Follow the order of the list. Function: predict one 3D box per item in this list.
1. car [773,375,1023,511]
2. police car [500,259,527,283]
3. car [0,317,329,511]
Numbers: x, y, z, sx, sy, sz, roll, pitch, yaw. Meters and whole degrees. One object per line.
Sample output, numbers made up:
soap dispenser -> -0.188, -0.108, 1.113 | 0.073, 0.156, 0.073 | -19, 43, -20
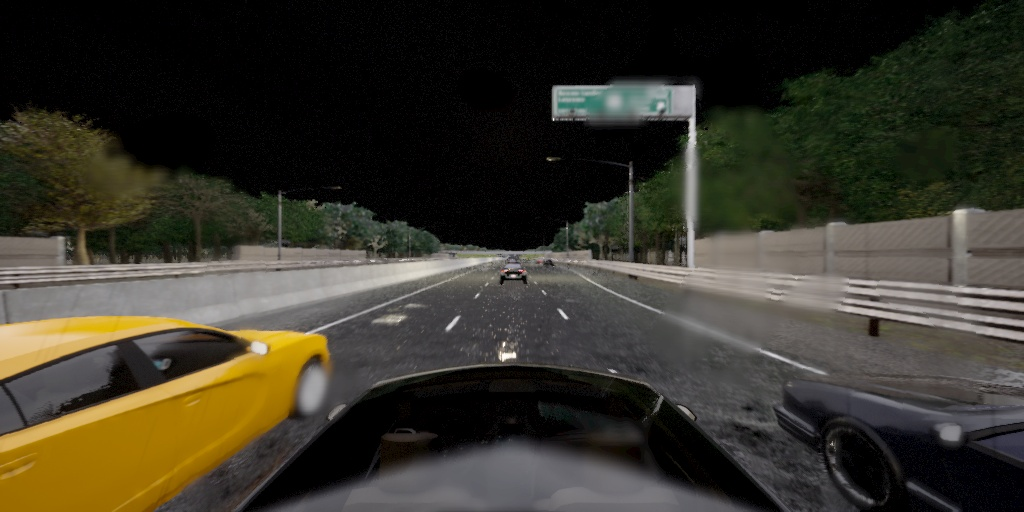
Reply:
car -> 3.604, 1.298, 1.180 | 2.033, 1.411, 5.357 | 0, 0, 0
police car -> 0.101, 1.252, 27.733 | 2.038, 1.542, 4.974 | 0, 0, 0
car -> -3.399, 1.227, 2.855 | 1.882, 1.535, 5.008 | 0, 0, 0
